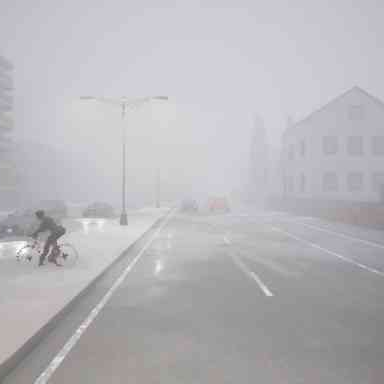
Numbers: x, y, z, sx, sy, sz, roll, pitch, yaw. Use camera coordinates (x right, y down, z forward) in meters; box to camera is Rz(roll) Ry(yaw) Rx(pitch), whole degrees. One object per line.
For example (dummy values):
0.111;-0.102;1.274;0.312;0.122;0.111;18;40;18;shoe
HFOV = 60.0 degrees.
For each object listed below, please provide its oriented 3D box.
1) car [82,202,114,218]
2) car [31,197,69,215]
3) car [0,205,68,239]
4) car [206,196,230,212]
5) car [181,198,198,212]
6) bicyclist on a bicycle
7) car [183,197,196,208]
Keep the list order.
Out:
-8.379;1.564;30.048;1.994;1.385;4.181;0;0;0;car
-11.787;1.352;27.108;2.097;1.767;4.553;0;0;-1;car
-8.252;1.564;17.040;1.994;1.385;4.181;0;0;0;car
3.137;1.352;38.600;2.097;1.767;4.553;0;0;0;car
-0.309;1.601;38.265;1.895;1.301;4.718;0;0;-1;car
-4.004;1.327;9.162;1.656;1.620;0.582;-2;0;-1;bicyclist on a bicycle
-0.427;1.525;48.219;1.812;1.442;4.674;0;0;-1;car
